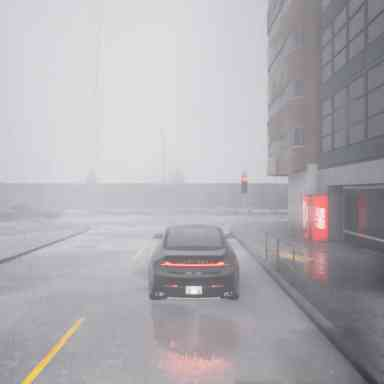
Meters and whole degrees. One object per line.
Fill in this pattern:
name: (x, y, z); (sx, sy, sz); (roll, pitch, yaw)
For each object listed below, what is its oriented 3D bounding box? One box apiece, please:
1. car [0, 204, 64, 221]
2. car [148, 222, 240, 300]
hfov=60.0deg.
car: (-12.879, 1.601, 26.767); (4.718, 1.301, 1.895); (0, 0, 0)
car: (0.055, 1.505, 8.361); (1.837, 1.490, 4.892); (0, 0, 1)
